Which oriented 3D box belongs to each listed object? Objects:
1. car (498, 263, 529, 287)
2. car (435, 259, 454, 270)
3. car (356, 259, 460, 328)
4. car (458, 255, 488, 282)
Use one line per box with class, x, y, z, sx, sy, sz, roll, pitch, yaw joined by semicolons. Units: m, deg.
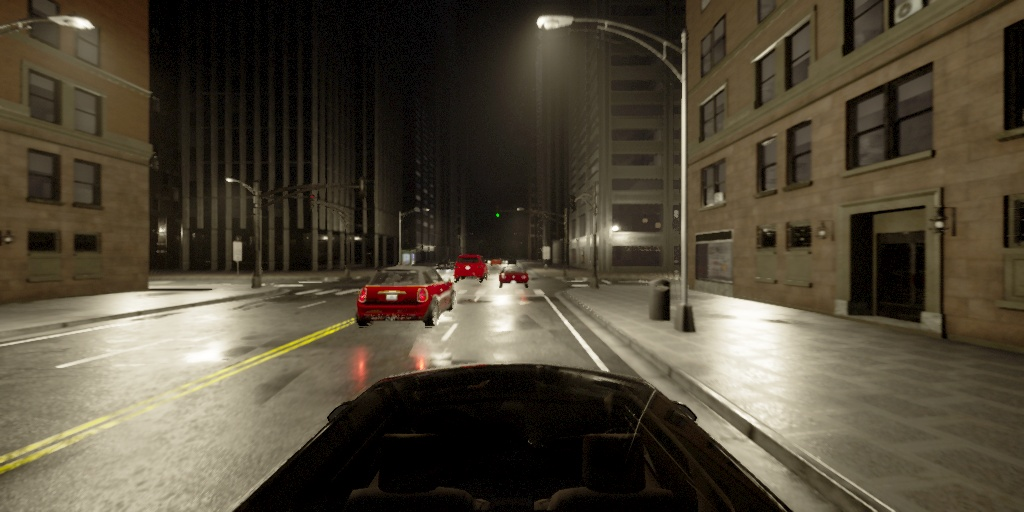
car;0.105;1.324;24.074;1.895;1.301;4.718;0;0;0
car;-9.796;1.187;52.612;1.837;1.490;4.892;0;0;1
car;-3.150;1.093;11.527;2.097;1.767;4.553;0;0;0
car;-3.145;0.940;28.199;2.150;2.045;5.566;0;0;0
